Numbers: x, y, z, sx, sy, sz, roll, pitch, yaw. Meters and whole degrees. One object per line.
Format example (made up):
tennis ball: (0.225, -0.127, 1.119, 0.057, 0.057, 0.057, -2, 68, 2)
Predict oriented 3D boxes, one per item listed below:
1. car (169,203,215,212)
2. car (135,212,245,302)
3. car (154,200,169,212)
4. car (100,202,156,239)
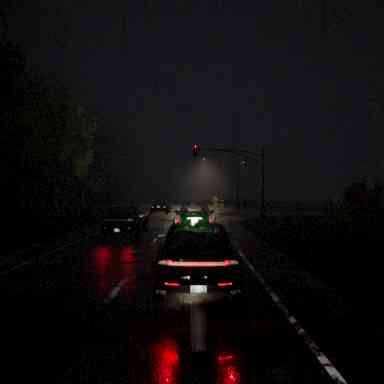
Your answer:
car: (0.132, 1.350, 17.420, 2.097, 1.767, 4.553, 0, 0, 0)
car: (0.116, 1.491, 8.270, 2.128, 1.511, 4.902, 0, 0, 0)
car: (-3.332, 1.542, 35.636, 2.033, 1.411, 5.357, 0, 0, 0)
car: (-3.367, 1.490, 17.361, 2.128, 1.511, 4.902, 0, 0, 0)
